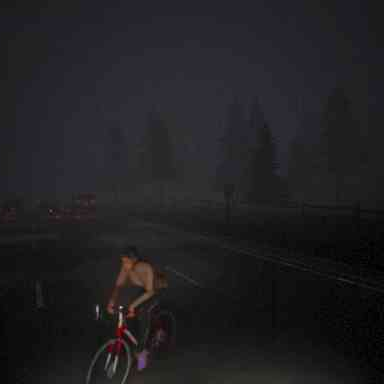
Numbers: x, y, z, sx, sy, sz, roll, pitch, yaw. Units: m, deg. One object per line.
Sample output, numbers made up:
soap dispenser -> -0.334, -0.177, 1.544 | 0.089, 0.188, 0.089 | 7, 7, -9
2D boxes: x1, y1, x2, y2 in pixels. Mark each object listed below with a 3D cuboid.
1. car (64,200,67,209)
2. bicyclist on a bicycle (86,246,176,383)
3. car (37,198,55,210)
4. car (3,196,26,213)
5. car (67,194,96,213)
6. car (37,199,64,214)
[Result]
car -> -16.581, 1.526, 46.124 | 1.812, 1.442, 4.674 | 0, 0, -26
bicyclist on a bicycle -> -0.644, 1.453, 3.992 | 0.582, 1.620, 1.656 | 0, 1, 30
car -> -19.037, 1.564, 43.332 | 1.994, 1.385, 4.181 | 0, 0, -27
car -> -19.943, 1.505, 37.251 | 1.837, 1.490, 4.892 | 0, 0, -26
car -> -12.317, 1.221, 37.468 | 2.150, 2.045, 5.566 | 0, 0, -26
car -> -15.171, 1.601, 35.481 | 1.895, 1.301, 4.718 | 0, 0, -26
